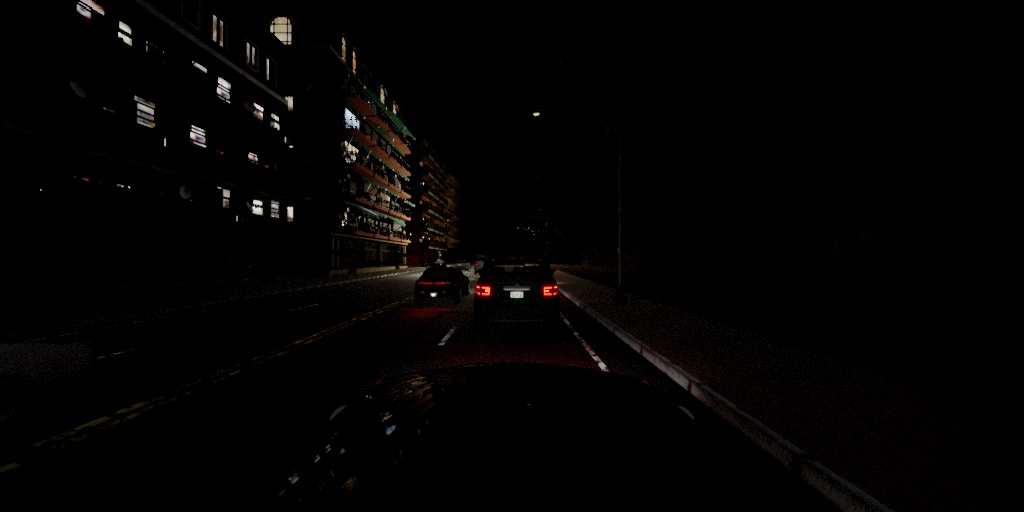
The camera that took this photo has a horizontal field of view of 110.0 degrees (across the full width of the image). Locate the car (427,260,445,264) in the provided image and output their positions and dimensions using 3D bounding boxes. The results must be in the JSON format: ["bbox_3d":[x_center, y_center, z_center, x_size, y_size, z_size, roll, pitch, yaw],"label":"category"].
[{"bbox_3d":[-9.675,1.242,45.908,2.128,1.511,4.902,0,0,0],"label":"car"}]

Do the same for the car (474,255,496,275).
[{"bbox_3d":[-2.999,0.971,41.001,2.150,2.045,5.566,0,0,0],"label":"car"}]

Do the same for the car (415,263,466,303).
[{"bbox_3d":[-3.092,1.257,16.579,1.837,1.490,4.892,0,0,0],"label":"car"}]

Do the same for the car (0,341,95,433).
[{"bbox_3d":[-6.598,1.351,2.577,1.895,1.301,4.718,0,0,0],"label":"car"}]

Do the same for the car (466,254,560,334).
[{"bbox_3d":[0.130,0.973,10.815,2.150,2.045,5.566,0,0,0],"label":"car"}]

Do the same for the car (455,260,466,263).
[{"bbox_3d":[-6.426,1.276,45.730,1.812,1.442,4.674,0,0,0],"label":"car"}]
